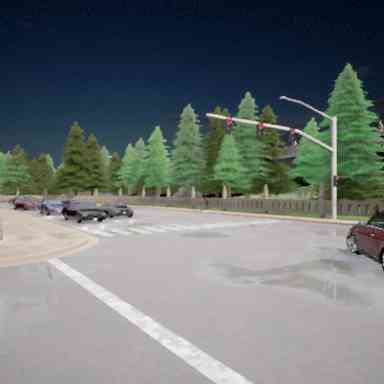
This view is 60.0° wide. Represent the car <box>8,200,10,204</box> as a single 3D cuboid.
[{"bbox_3d":[-30.124,1.518,59.026,4.892,1.490,1.837,0,0,15],"label":"car"}]

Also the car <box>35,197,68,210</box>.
[{"bbox_3d":[-18.796,1.486,44.422,4.902,1.511,2.128,0,0,41],"label":"car"}]

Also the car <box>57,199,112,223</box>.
[{"bbox_3d":[-8.314,1.520,25.303,2.033,1.411,5.357,0,0,-37],"label":"car"}]

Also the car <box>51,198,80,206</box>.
[{"bbox_3d":[-20.830,1.605,54.716,4.718,1.301,1.895,0,0,31],"label":"car"}]

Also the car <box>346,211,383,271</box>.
[{"bbox_3d":[6.452,1.328,10.262,2.097,1.767,4.553,0,0,10],"label":"car"}]

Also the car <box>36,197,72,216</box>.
[{"bbox_3d":[-13.729,1.508,33.035,1.812,1.442,4.674,0,0,-36],"label":"car"}]

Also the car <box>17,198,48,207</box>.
[{"bbox_3d":[-25.587,1.607,53.315,4.718,1.301,1.895,0,0,26],"label":"car"}]

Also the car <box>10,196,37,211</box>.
[{"bbox_3d":[-19.967,1.344,40.751,4.553,1.767,2.097,0,0,43],"label":"car"}]

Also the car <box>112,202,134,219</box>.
[{"bbox_3d":[-6.704,1.539,29.119,1.994,1.385,4.181,0,0,-35],"label":"car"}]

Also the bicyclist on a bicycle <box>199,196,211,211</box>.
[{"bbox_3d":[1.458,1.277,36.703,1.656,1.620,0.582,0,0,-35],"label":"bicyclist on a bicycle"}]
